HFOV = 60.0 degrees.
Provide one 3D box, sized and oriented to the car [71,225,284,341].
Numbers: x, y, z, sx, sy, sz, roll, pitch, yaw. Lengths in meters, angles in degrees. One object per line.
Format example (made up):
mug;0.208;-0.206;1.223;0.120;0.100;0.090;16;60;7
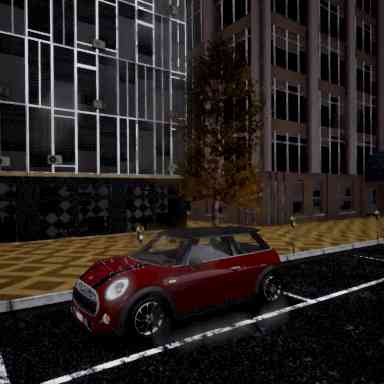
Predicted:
car;-0.156;1.439;6.429;4.097;1.590;1.967;0;-1;-35
